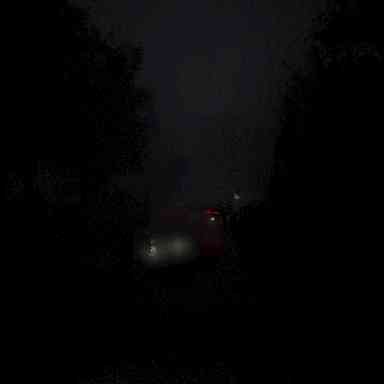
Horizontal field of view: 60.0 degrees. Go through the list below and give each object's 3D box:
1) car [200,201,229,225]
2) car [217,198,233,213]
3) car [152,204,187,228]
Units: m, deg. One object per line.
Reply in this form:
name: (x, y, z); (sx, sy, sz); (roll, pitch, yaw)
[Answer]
car: (1.677, 1.633, 25.066); (1.837, 1.490, 4.892); (0, -1, 6)
car: (4.113, 1.851, 41.898); (2.128, 1.511, 4.902); (0, 0, 10)
car: (-1.467, 1.570, 23.419); (1.882, 1.535, 5.008); (0, -1, 6)
